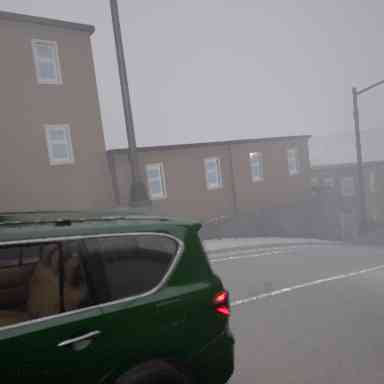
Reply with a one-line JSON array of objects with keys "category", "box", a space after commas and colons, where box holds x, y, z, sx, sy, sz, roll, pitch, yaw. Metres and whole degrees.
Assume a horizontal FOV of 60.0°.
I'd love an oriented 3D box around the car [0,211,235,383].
[{"category": "car", "box": [-2.184, 1.226, 2.497, 5.566, 2.045, 2.150, 0, 0, -35]}]
